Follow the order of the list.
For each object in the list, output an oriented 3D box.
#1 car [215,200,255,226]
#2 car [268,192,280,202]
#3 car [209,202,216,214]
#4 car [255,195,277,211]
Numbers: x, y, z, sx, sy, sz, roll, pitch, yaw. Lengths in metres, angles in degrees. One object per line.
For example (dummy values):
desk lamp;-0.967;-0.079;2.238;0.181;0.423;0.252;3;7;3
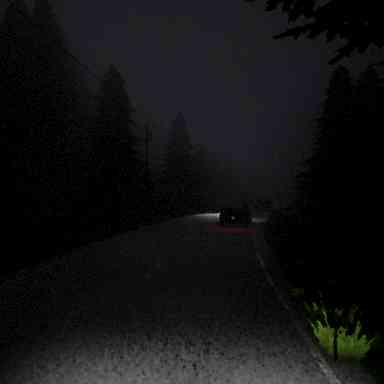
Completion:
car;3.156;1.469;23.351;1.882;1.535;5.008;0;0;14
car;17.981;1.086;73.012;2.150;2.045;5.566;0;0;24
car;3.178;1.546;35.214;1.994;1.385;4.181;0;0;19
car;8.758;1.489;40.586;2.128;1.511;4.902;0;0;20
